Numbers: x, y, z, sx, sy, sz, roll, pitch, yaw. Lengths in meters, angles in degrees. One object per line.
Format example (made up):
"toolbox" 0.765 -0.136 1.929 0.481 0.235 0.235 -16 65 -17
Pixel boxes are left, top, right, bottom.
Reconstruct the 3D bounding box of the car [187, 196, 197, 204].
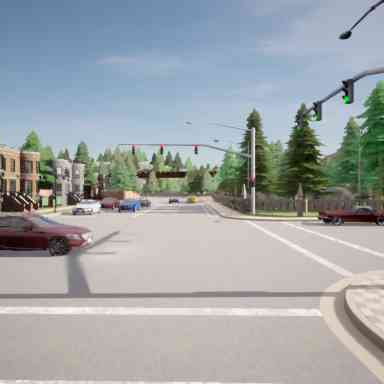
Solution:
"car" -0.007 1.477 64.870 1.882 1.535 5.008 0 0 0

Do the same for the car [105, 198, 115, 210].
"car" -10.658 1.477 43.033 1.882 1.535 5.008 0 0 0

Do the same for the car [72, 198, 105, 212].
"car" -10.652 1.526 33.980 1.812 1.442 4.674 0 0 0

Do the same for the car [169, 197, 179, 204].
"car" -3.508 1.601 65.155 1.895 1.301 4.718 0 0 0

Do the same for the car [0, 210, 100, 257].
"car" -6.115 1.525 12.332 4.674 1.442 1.812 0 0 1

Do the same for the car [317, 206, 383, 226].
"car" 11.151 1.601 22.850 4.718 1.301 1.895 0 0 2

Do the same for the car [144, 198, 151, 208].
"car" -7.146 1.564 48.306 1.994 1.385 4.181 0 0 0

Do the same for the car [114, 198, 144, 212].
"car" -7.158 1.477 38.319 1.882 1.535 5.008 0 0 0
